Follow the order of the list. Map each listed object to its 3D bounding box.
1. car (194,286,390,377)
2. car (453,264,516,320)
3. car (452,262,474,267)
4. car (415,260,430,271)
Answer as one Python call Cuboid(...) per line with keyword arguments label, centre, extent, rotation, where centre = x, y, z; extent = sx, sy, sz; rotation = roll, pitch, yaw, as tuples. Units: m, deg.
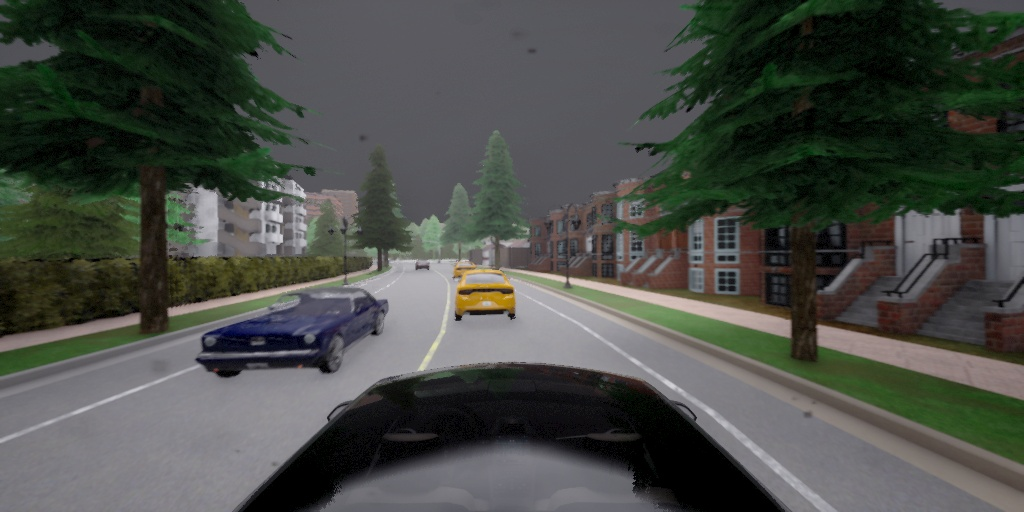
Cuboid(label="car", centre=(-4.101, 1.378, 7.672), extent=(1.895, 1.301, 4.718), rotation=(-1, 0, -6))
Cuboid(label="car", centre=(-1.025, 1.218, 12.779), extent=(1.882, 1.535, 5.008), rotation=(0, 0, -7))
Cuboid(label="car", centre=(-4.088, 1.215, 31.000), extent=(1.882, 1.535, 5.008), rotation=(-1, 0, -11))
Cuboid(label="car", centre=(-12.664, 1.258, 50.768), extent=(1.882, 1.535, 5.008), rotation=(-1, 0, -15))
